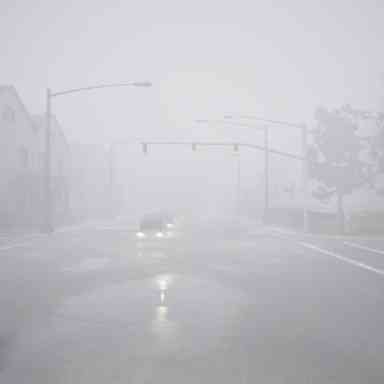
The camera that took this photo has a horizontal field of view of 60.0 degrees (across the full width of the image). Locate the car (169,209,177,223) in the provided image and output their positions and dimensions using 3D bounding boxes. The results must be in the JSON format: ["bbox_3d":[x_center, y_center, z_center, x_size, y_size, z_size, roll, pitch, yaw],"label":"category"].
[{"bbox_3d":[-3.301,2.730,39.356,2.097,1.767,4.553,0,-2,0],"label":"car"}]

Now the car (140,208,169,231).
[{"bbox_3d":[-3.378,2.504,29.402,1.882,1.535,5.008,0,-2,1],"label":"car"}]
